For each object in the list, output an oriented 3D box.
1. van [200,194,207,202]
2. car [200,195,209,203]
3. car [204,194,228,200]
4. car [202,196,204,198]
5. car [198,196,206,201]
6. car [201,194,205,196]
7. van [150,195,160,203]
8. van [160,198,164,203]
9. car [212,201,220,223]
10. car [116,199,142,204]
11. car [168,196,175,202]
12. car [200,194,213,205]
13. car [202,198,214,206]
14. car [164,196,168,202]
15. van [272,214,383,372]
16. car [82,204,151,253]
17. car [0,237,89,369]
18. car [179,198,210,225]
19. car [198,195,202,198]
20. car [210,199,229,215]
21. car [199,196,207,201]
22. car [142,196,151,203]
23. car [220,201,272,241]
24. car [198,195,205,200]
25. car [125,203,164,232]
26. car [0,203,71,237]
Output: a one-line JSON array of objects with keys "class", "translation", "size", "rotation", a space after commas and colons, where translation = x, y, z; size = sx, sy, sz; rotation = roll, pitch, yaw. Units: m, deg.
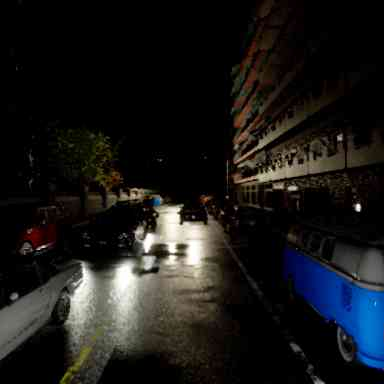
[{"class": "van", "translation": [2.679, 1.433, 78.655], "size": [1.690, 1.788, 3.998], "rotation": [0, 0, 0]}, {"class": "car", "translation": [2.680, 1.520, 73.024], "size": [1.967, 1.590, 4.097], "rotation": [0, 0, 0]}, {"class": "car", "translation": [2.688, 1.332, 33.613], "size": [2.192, 1.841, 5.009], "rotation": [0, 0, 0]}, {"class": "car", "translation": [2.684, 1.574, 44.874], "size": [1.887, 1.381, 4.507], "rotation": [0, 0, 0]}, {"class": "car", "translation": [2.677, 1.667, 89.916], "size": [2.008, 1.369, 4.403], "rotation": [0, 0, 0]}, {"class": "car", "translation": [2.684, 1.477, 50.503], "size": [1.967, 1.590, 4.097], "rotation": [0, 0, 0]}, {"class": "van", "translation": [-5.696, 1.370, 44.873], "size": [1.690, 1.788, 3.998], "rotation": [0, 0, 0]}, {"class": "van", "translation": [-5.696, 1.378, 50.502], "size": [1.690, 1.788, 3.998], "rotation": [0, 0, 0]}, {"class": "car", "translation": [2.688, 1.559, 22.353], "size": [2.008, 1.369, 4.403], "rotation": [0, 0, 0]}, {"class": "car", "translation": [-5.692, 1.452, 27.983], "size": [1.967, 1.590, 4.097], "rotation": [0, 0, 0]}, {"class": "car", "translation": [-5.701, 1.617, 78.484], "size": [1.752, 1.417, 4.829], "rotation": [0, 0, 0]}, {"class": "car", "translation": [2.682, 1.371, 61.764], "size": [2.192, 1.841, 5.009], "rotation": [0, 0, 0]}, {"class": "car", "translation": [2.683, 1.628, 56.134], "size": [1.802, 1.307, 4.206], "rotation": [0, 0, 0]}, {"class": "car", "translation": [-5.698, 1.597, 56.132], "size": [2.008, 1.369, 4.403], "rotation": [0, 0, 0]}, {"class": "van", "translation": [2.692, 1.342, 5.463], "size": [1.690, 1.788, 3.998], "rotation": [0, 0, 0]}, {"class": "car", "translation": [-3.078, 1.481, 13.965], "size": [1.882, 1.535, 5.008], "rotation": [0, 0, 0]}, {"class": "car", "translation": [-3.083, 1.601, 4.311], "size": [1.895, 1.301, 4.718], "rotation": [0, 0, 0]}, {"class": "car", "translation": [0.095, 1.487, 24.356], "size": [1.882, 1.535, 5.008], "rotation": [0, 0, 0]}, {"class": "car", "translation": [0.092, 1.507, 45.562], "size": [1.882, 1.535, 5.008], "rotation": [0, 0, 0]}, {"class": "car", "translation": [2.688, 1.557, 27.983], "size": [1.887, 1.381, 4.507], "rotation": [0, 0, 0]}, {"class": "car", "translation": [2.678, 1.670, 84.285], "size": [1.947, 1.339, 4.313], "rotation": [0, 0, 0]}, {"class": "car", "translation": [-5.693, 1.457, 33.612], "size": [1.967, 1.590, 4.097], "rotation": [0, 0, 0]}, {"class": "car", "translation": [2.690, 1.445, 16.723], "size": [1.967, 1.590, 4.097], "rotation": [0, 0, 0]}, {"class": "car", "translation": [2.676, 1.673, 95.546], "size": [1.887, 1.381, 4.507], "rotation": [0, 0, 0]}, {"class": "car", "translation": [-3.003, 1.571, 20.132], "size": [1.994, 1.385, 4.181], "rotation": [0, 0, 0]}, {"class": "car", "translation": [-5.689, 1.317, 11.092], "size": [2.192, 1.841, 5.009], "rotation": [0, 0, 0]}]
